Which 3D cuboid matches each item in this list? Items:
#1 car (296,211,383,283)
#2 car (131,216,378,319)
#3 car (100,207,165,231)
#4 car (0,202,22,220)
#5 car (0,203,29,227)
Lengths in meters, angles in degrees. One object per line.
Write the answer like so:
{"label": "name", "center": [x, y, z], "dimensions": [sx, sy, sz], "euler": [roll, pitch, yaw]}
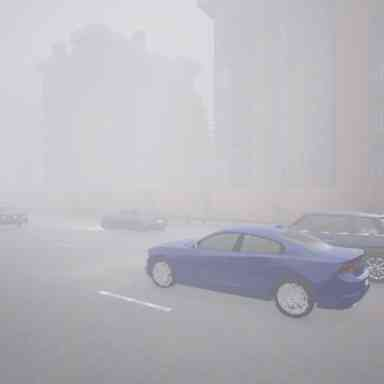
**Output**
{"label": "car", "center": [3.776, 1.353, 9.899], "dimensions": [4.553, 1.767, 2.097], "euler": [0, 0, 36]}
{"label": "car", "center": [1.152, 1.478, 7.473], "dimensions": [5.008, 1.535, 1.882], "euler": [0, 0, 36]}
{"label": "car", "center": [-3.375, 1.564, 19.309], "dimensions": [4.181, 1.385, 1.994], "euler": [0, 0, 36]}
{"label": "car", "center": [-17.030, 1.601, 29.065], "dimensions": [4.718, 1.301, 1.895], "euler": [0, 0, 36]}
{"label": "car", "center": [-12.793, 1.548, 21.736], "dimensions": [5.357, 1.411, 2.033], "euler": [0, 0, 36]}
